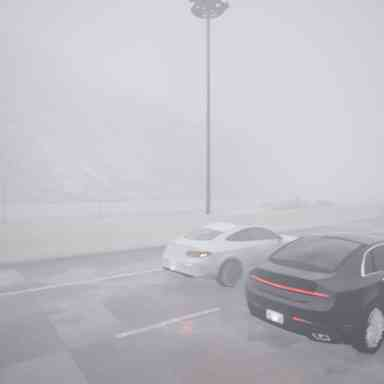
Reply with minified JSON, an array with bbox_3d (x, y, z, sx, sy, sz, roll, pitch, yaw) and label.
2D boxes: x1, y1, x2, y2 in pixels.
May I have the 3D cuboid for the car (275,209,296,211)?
[{"bbox_3d":[10.775,1.551,36.296,4.892,1.490,1.837,1,0,-45],"label":"car"}]

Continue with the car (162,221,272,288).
[{"bbox_3d":[1.386,1.539,9.269,4.674,1.442,1.812,0,0,-37],"label":"car"}]

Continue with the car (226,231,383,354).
[{"bbox_3d":[3.102,1.512,6.178,4.892,1.490,1.837,0,0,-37],"label":"car"}]

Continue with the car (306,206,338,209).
[{"bbox_3d":[13.326,1.564,33.892,4.674,1.442,1.812,0,0,-45],"label":"car"}]
